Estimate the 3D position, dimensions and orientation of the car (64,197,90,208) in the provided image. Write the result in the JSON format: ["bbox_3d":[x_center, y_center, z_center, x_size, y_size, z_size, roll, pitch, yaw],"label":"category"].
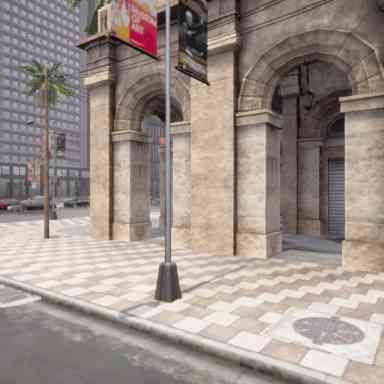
[{"bbox_3d":[-16.291,1.513,48.472,2.161,1.482,4.786,0,0,35],"label":"car"}]

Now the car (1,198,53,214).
[{"bbox_3d":[-17.208,1.491,35.855,2.128,1.511,4.902,0,0,36],"label":"car"}]

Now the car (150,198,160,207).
[{"bbox_3d":[-5.456,1.564,52.272,1.994,1.385,4.181,0,0,36],"label":"car"}]
